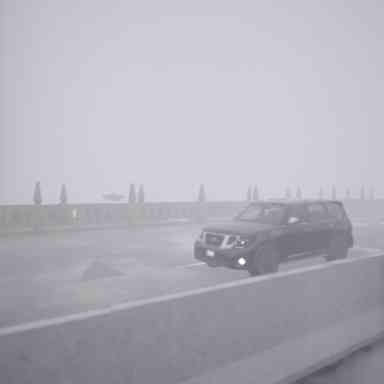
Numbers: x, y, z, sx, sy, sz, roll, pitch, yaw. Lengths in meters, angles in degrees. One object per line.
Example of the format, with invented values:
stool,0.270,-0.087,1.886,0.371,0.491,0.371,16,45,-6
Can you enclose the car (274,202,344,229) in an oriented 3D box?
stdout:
car,8.021,1.531,22.573,5.008,1.535,1.882,0,0,-35

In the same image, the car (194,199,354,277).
car,2.727,1.244,10.232,5.566,2.045,2.150,0,0,-35

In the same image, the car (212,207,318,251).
car,3.392,1.536,14.998,4.892,1.490,1.837,0,0,-35
